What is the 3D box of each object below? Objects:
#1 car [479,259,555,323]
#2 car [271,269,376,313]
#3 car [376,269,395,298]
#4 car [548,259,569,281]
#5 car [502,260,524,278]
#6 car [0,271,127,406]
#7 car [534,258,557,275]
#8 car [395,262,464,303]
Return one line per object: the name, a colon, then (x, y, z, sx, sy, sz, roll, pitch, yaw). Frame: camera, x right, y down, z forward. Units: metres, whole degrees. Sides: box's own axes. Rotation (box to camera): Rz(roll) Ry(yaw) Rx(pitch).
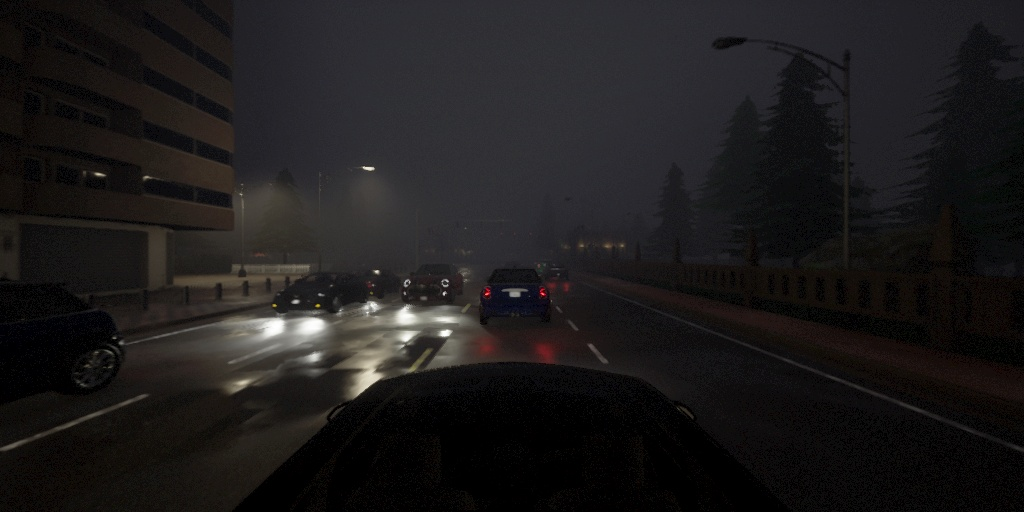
car: (0.088, 1.099, 12.208, 2.097, 1.767, 4.553, 0, 0, 0)
car: (-7.100, 1.314, 13.759, 1.994, 1.385, 4.181, 0, 0, 0)
car: (-7.008, 1.350, 18.073, 1.994, 1.385, 4.181, 0, 0, 0)
car: (3.585, 1.232, 30.095, 2.128, 1.511, 4.902, 0, 0, 0)
car: (0.082, 1.219, 34.346, 1.882, 1.535, 5.008, 0, 0, 0)
car: (-7.098, 1.104, 3.613, 2.097, 1.767, 4.553, 0, 0, 0)
car: (3.578, 1.090, 39.248, 2.097, 1.767, 4.553, 0, 0, 0)
car: (-3.520, 1.098, 16.610, 2.097, 1.767, 4.553, 0, 0, 0)
